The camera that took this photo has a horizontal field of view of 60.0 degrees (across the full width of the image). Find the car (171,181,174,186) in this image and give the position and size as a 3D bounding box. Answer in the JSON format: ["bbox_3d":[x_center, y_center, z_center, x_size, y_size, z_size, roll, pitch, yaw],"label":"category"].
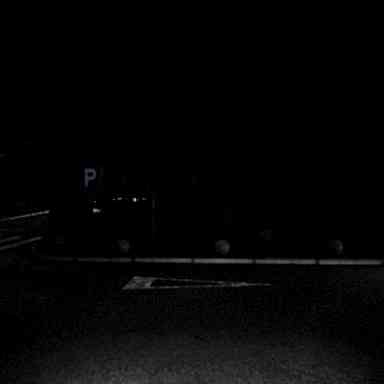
[{"bbox_3d":[-8.716,-1.800,94.739,5.566,2.045,2.435,0,3,5],"label":"car"}]

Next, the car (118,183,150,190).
[{"bbox_3d":[-11.604,-0.581,64.056,5.566,2.045,2.435,0,2,5],"label":"car"}]

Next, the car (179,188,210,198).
[{"bbox_3d":[0.460,0.092,52.660,4.792,1.488,2.163,0,2,5],"label":"car"}]

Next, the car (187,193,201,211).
[{"bbox_3d":[-2.295,1.097,25.062,5.366,1.575,1.946,0,2,5],"label":"car"}]

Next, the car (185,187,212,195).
[{"bbox_3d":[1.297,-0.217,60.940,4.792,1.488,2.163,0,2,5],"label":"car"}]

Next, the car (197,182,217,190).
[{"bbox_3d":[4.156,-1.688,91.309,5.566,2.045,2.435,0,3,5],"label":"car"}]

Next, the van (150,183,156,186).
[{"bbox_3d":[-10.672,-0.868,72.410,4.442,1.987,1.878,0,2,5],"label":"van"}]

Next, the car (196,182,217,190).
[{"bbox_3d":[3.839,-1.568,88.553,5.566,2.045,2.435,0,2,5],"label":"car"}]

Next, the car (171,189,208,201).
[{"bbox_3d":[-0.294,0.412,44.376,4.674,1.452,2.002,0,2,5],"label":"car"}]

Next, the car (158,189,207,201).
[{"bbox_3d":[-1.325,0.786,33.326,5.008,1.535,2.097,0,2,5],"label":"car"}]

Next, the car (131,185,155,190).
[{"bbox_3d":[-7.780,0.061,53.750,1.882,1.535,5.008,0,2,5],"label":"car"}]

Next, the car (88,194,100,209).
[{"bbox_3d":[-9.754,0.910,33.823,1.895,1.301,4.718,0,2,5],"label":"car"}]

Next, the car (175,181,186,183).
[{"bbox_3d":[-2.132,-1.167,79.072,2.150,2.045,5.566,0,2,5],"label":"car"}]

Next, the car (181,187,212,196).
[{"bbox_3d":[0.824,-0.147,58.198,5.366,1.575,1.946,0,2,5],"label":"car"}]

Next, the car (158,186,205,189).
[{"bbox_3d":[-1.040,0.557,36.080,4.553,1.767,2.185,0,2,5],"label":"car"}]

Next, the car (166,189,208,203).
[{"bbox_3d":[-0.556,0.475,41.611,5.008,1.535,2.097,0,2,5],"label":"car"}]

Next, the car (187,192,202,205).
[{"bbox_3d":[-1.821,1.025,27.803,4.792,1.488,2.163,0,2,5],"label":"car"}]

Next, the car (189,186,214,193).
[{"bbox_3d":[2.053,-0.555,69.225,5.008,1.535,2.097,0,2,5],"label":"car"}]

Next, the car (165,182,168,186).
[{"bbox_3d":[-9.477,-1.145,86.383,4.674,1.452,2.002,0,2,5],"label":"car"}]

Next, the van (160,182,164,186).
[{"bbox_3d":[-9.885,-1.186,80.779,4.442,1.987,1.878,0,2,5],"label":"van"}]

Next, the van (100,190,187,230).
[{"bbox_3d":[-2.747,1.085,19.525,4.442,1.987,1.878,0,2,5],"label":"van"}]

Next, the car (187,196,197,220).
[{"bbox_3d":[-2.341,1.235,22.280,4.792,1.488,2.163,0,2,5],"label":"car"}]

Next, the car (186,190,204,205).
[{"bbox_3d":[-1.597,0.892,30.566,4.892,1.521,2.231,0,2,5],"label":"car"}]

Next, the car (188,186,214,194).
[{"bbox_3d":[1.794,-0.452,66.464,5.008,1.535,2.097,0,2,5],"label":"car"}]

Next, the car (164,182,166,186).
[{"bbox_3d":[-9.708,-1.040,83.586,4.792,1.488,2.163,0,2,5],"label":"car"}]

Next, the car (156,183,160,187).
[{"bbox_3d":[-10.531,-0.746,75.219,5.008,1.535,2.097,0,2,5],"label":"car"}]

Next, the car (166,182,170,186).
[{"bbox_3d":[-9.206,-1.303,89.168,4.892,1.521,2.231,0,2,5],"label":"car"}]

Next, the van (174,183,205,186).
[{"bbox_3d":[0.084,0.043,47.115,4.442,1.987,1.878,0,2,5],"label":"van"}]
